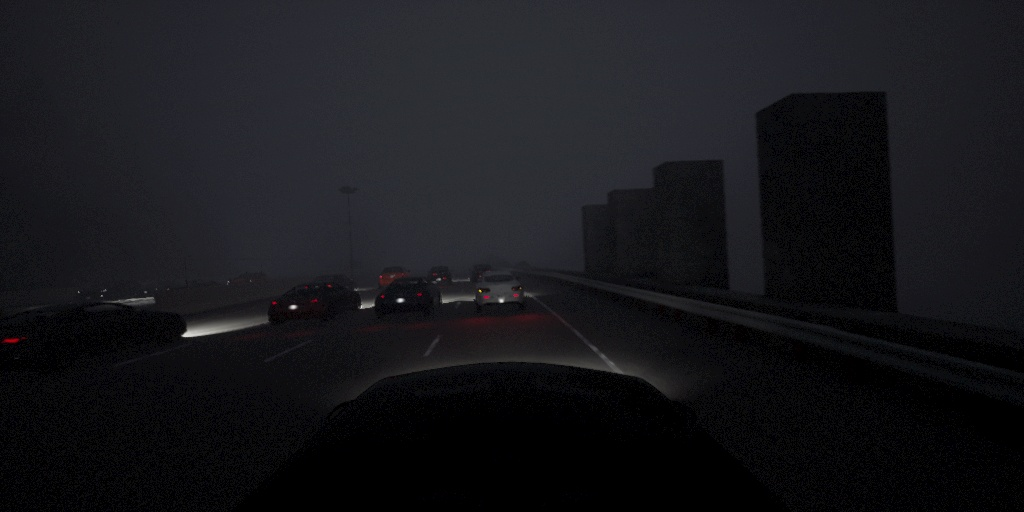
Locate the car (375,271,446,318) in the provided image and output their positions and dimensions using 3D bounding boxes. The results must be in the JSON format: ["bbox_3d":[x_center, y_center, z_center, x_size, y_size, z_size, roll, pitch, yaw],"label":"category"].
[{"bbox_3d":[-4.055,1.530,14.482,1.994,1.385,4.181,-3,0,-5],"label":"car"}]

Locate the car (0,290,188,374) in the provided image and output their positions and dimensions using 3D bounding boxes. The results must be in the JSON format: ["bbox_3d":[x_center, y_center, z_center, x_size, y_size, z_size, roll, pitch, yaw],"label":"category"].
[{"bbox_3d":[-10.665,1.848,8.993,1.994,1.385,4.181,-3,0,-3],"label":"car"}]

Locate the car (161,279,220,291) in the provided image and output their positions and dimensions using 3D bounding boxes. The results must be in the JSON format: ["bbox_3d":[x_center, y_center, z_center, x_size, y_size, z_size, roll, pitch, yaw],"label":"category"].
[{"bbox_3d":[-27.757,2.758,31.549,1.895,1.301,4.718,-3,0,-11],"label":"car"}]

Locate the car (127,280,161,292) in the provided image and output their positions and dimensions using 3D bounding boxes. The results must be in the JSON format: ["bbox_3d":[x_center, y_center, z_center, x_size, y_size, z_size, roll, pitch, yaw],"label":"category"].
[{"bbox_3d":[-31.517,2.907,32.366,1.994,1.385,4.181,-3,0,-12],"label":"car"}]

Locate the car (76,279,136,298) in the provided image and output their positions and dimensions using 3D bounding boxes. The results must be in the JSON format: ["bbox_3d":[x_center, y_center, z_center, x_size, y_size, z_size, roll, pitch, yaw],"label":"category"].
[{"bbox_3d":[-34.878,2.859,31.283,2.097,1.767,4.553,-3,0,-12],"label":"car"}]

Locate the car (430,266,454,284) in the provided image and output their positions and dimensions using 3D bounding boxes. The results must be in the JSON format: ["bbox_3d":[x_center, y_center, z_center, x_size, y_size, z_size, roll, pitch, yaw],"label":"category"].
[{"bbox_3d":[-6.031,1.590,30.185,1.837,1.490,4.892,-3,0,-9],"label":"car"}]

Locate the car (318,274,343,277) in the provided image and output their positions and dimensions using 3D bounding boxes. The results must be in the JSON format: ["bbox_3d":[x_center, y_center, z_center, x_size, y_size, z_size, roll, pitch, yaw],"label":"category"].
[{"bbox_3d":[-12.201,1.929,24.373,2.033,1.411,5.357,-3,0,-8],"label":"car"}]

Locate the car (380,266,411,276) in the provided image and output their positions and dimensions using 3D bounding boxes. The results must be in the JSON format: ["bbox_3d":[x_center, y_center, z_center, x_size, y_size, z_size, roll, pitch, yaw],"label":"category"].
[{"bbox_3d":[-9.448,1.604,29.287,2.097,1.767,4.553,-3,0,-9],"label":"car"}]

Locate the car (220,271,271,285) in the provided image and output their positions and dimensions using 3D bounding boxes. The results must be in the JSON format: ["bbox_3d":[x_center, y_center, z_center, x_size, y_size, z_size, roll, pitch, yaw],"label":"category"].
[{"bbox_3d":[-24.679,2.360,33.719,2.097,1.767,4.553,-3,0,-12],"label":"car"}]

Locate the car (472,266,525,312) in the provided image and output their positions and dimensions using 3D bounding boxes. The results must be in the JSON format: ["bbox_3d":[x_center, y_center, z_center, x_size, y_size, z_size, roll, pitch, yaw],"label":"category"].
[{"bbox_3d":[-0.577,1.321,14.764,1.812,1.442,4.674,-3,0,-5],"label":"car"}]

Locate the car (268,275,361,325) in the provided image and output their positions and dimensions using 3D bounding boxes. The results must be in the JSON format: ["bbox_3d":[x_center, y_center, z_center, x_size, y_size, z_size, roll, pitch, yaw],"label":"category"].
[{"bbox_3d":[-7.517,1.700,14.045,1.994,1.385,4.181,-3,0,-5],"label":"car"}]

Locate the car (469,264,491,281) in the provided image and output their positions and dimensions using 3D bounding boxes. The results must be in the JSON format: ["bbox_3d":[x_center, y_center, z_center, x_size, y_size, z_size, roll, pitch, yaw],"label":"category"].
[{"bbox_3d":[-2.552,1.420,30.537,1.837,1.490,4.892,-3,0,-9],"label":"car"}]
